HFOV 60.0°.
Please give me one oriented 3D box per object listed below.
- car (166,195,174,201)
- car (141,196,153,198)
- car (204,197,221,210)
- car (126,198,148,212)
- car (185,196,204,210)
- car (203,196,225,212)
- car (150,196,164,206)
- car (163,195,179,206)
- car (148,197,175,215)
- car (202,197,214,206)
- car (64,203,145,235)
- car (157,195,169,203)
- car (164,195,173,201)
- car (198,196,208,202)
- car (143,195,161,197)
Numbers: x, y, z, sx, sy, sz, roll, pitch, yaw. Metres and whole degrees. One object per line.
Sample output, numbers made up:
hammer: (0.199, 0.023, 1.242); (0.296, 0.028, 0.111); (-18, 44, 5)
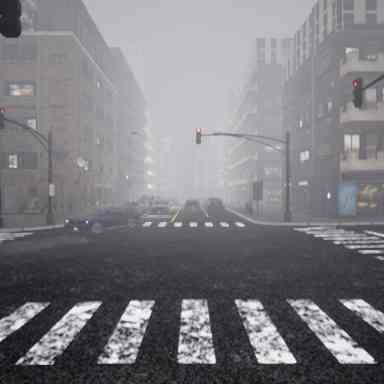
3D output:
car: (-5.828, 1.536, 89.045); (2.008, 1.369, 4.403); (0, 0, 0)
car: (-5.748, 1.509, 37.733); (1.752, 1.417, 4.829); (0, 0, 0)
car: (2.623, 1.422, 43.600); (1.967, 1.590, 4.097); (0, 0, 0)
car: (-5.739, 1.551, 32.220); (1.947, 1.339, 4.313); (0, 0, 0)
car: (0.036, 1.474, 42.110); (2.128, 1.511, 4.902); (0, 0, 0)
car: (2.632, 1.423, 37.918); (1.967, 1.590, 4.097); (0, 0, 0)
car: (-5.775, 1.421, 54.951); (1.967, 1.590, 4.097); (0, 0, 0)
car: (-3.165, 1.472, 53.543); (2.128, 1.511, 4.902); (0, 0, 0)
car: (-3.150, 1.532, 34.343); (2.033, 1.411, 5.357); (0, 0, 0)
car: (2.606, 1.563, 54.966); (1.802, 1.307, 4.206); (0, 0, 0)
car: (-5.102, 1.612, 19.548); (1.895, 1.301, 4.718); (0, 1, 28)
car: (-5.793, 1.421, 66.316); (1.967, 1.590, 4.097); (0, 0, 0)
car: (-5.819, 1.534, 83.362); (2.008, 1.369, 4.403); (0, 0, 0)
car: (2.570, 1.533, 77.695); (2.008, 1.369, 4.403); (0, 0, 0)
car: (-5.758, 1.297, 43.586); (2.192, 1.841, 5.009); (0, 0, 0)
